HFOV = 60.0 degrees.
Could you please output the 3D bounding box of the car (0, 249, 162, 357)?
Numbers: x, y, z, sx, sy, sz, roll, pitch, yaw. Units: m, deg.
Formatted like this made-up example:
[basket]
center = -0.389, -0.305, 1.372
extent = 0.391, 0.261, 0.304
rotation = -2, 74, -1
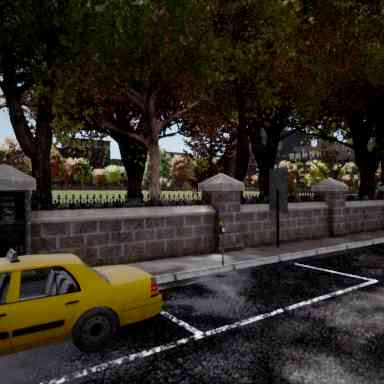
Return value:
[car]
center = -2.768, 1.525, 4.585
extent = 4.829, 1.417, 1.752
rotation = 0, 0, -35
